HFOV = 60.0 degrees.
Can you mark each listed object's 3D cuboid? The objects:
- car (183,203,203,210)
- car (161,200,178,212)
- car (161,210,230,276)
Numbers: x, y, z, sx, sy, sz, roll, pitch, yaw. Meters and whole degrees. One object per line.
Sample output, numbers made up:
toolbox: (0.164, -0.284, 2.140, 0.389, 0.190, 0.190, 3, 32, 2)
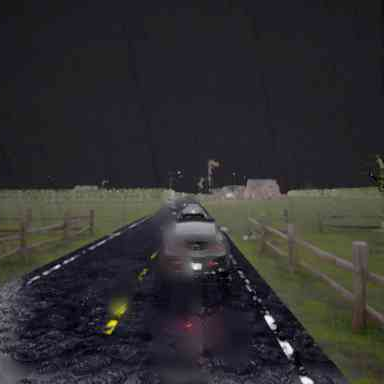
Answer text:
car: (0.110, 1.704, 31.143, 1.994, 1.385, 4.181, 0, 0, 0)
car: (-2.751, 1.739, 41.452, 2.033, 1.411, 5.357, 0, 0, 1)
car: (0.093, 1.550, 10.516, 1.837, 1.490, 4.892, 0, 0, 0)
